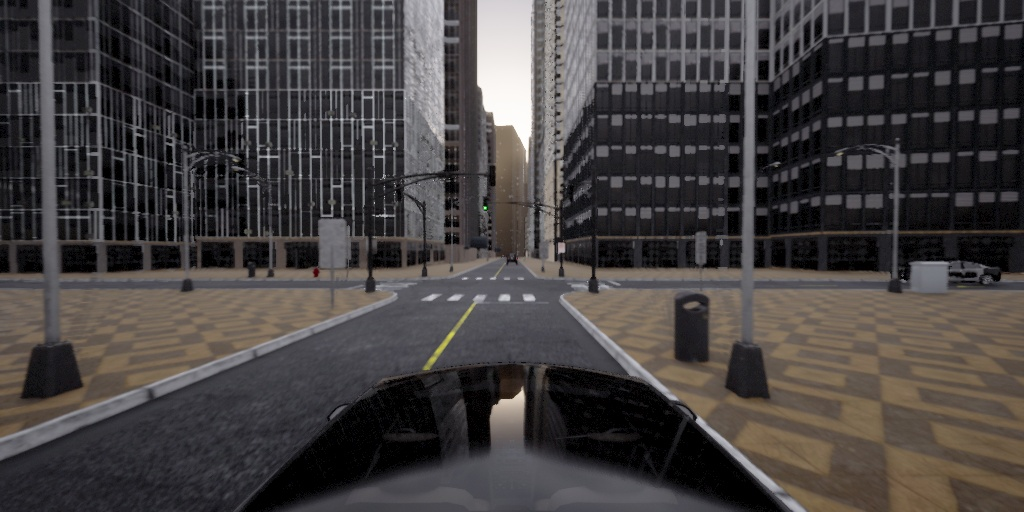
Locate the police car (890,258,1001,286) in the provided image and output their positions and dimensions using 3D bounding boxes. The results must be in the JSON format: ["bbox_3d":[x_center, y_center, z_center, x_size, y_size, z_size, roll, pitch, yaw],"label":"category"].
[{"bbox_3d":[27.094,0.975,22.595,5.238,1.638,1.930,0,1,6],"label":"police car"}]
